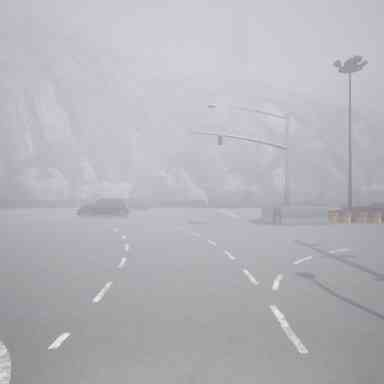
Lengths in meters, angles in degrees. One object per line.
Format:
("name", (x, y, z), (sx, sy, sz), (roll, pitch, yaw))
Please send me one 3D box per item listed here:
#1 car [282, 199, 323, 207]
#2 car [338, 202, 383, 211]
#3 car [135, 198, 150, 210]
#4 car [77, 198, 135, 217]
("car", (13.506, 1.515, 40.967), (4.718, 1.301, 1.895), (0, 0, -3))
("car", (16.081, 1.538, 30.588), (4.718, 1.301, 1.895), (0, 0, -3))
("car", (-7.343, 1.436, 39.868), (4.674, 1.442, 1.812), (0, 0, -3))
("car", (-7.707, 1.286, 29.347), (4.553, 1.767, 2.097), (0, 0, -3))
